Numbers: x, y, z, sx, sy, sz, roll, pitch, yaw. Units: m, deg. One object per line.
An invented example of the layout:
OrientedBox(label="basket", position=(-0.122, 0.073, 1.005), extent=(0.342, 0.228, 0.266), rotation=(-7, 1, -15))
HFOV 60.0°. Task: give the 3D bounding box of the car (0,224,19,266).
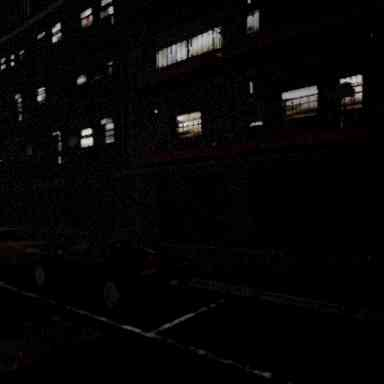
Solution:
OrientedBox(label="car", position=(-6.721, 1.792, 11.582), extent=(4.829, 1.417, 1.752), rotation=(-1, -3, 37))

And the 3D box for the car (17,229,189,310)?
OrientedBox(label="car", position=(-2.155, 1.744, 8.167), extent=(4.507, 1.381, 1.887), rotation=(-1, -3, 37))
